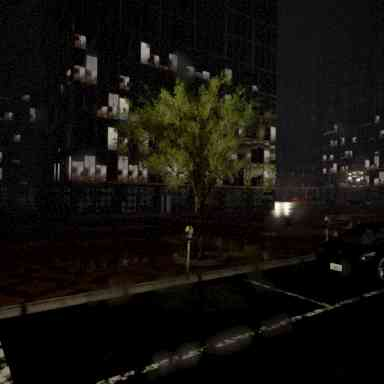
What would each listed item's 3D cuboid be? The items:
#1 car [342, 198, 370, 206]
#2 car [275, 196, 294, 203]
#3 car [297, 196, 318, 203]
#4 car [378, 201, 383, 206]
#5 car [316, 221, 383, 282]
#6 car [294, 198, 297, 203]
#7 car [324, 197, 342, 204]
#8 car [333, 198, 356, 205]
[{"bbox_3d":[29.613,1.764,59.282,2.008,1.369,4.403,1,-1,-20],"label":"car"},{"bbox_3d":[21.910,1.795,80.283,1.967,1.590,4.097,1,-1,-20],"label":"car"},{"bbox_3d":[29.300,1.821,83.021,2.192,1.841,5.009,1,-1,-20],"label":"car"},{"bbox_3d":[36.946,1.890,62.170,1.752,1.417,4.829,1,-1,-20],"label":"car"},{"bbox_3d":[5.544,1.574,9.810,4.313,1.339,1.947,0,1,-34],"label":"car"},{"bbox_3d":[27.369,2.123,88.270,1.802,1.307,4.206,1,-1,-20],"label":"car"},{"bbox_3d":[27.688,1.689,64.534,1.967,1.590,4.097,1,-1,-20],"label":"car"},{"bbox_3d":[33.151,1.985,72.514,2.008,1.369,4.403,1,-1,-20],"label":"car"}]
